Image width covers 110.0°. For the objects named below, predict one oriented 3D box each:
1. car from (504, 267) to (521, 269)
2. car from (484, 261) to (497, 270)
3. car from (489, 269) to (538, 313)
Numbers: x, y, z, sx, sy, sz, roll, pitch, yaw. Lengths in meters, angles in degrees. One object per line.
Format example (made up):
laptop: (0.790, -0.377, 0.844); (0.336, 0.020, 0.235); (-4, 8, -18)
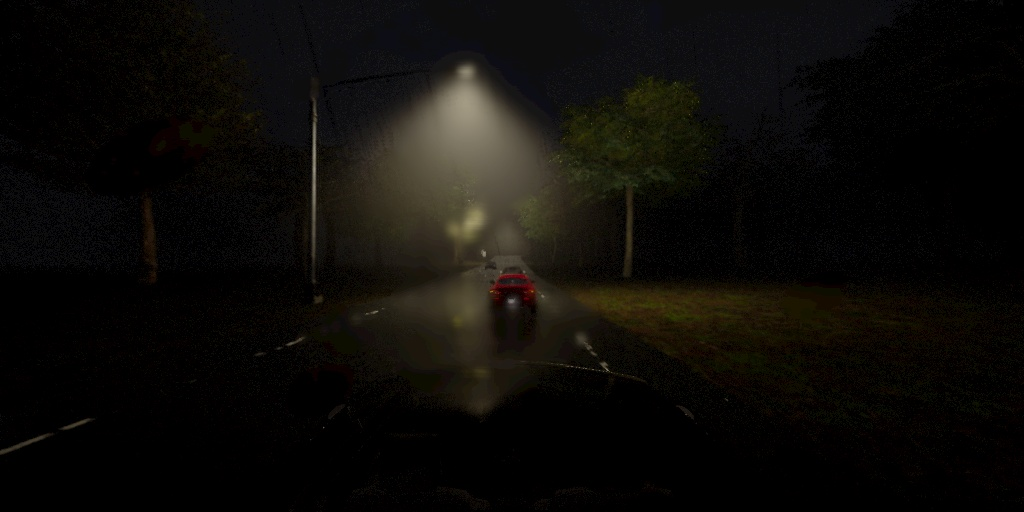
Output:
car: (0.048, 1.605, 29.111); (1.837, 1.490, 4.892); (0, 0, 0)
car: (-3.542, 1.588, 60.352); (1.812, 1.442, 4.674); (0, 1, 1)
car: (0.052, 1.444, 14.805); (1.812, 1.442, 4.674); (0, -1, 0)
